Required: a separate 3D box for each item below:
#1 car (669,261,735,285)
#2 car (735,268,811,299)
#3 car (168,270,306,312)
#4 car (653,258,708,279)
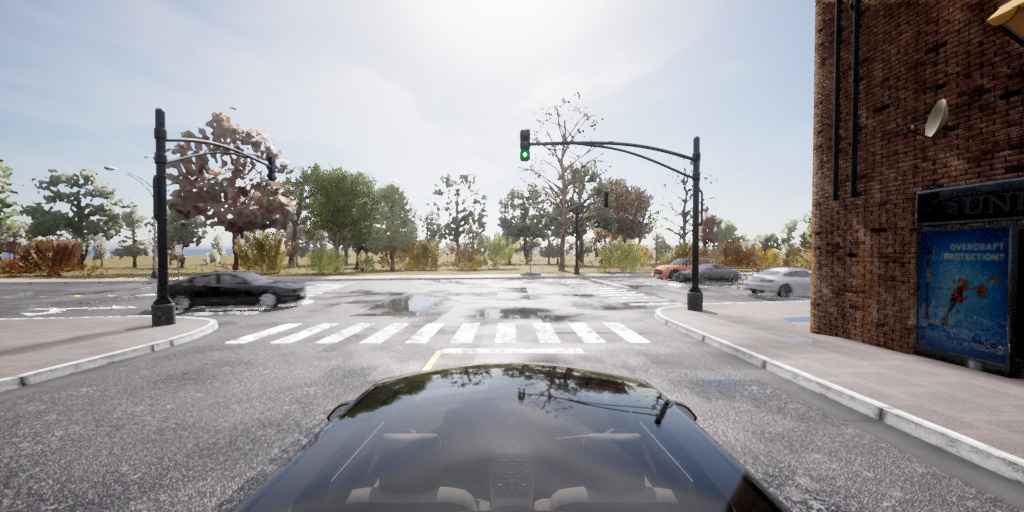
[{"bbox_3d":[13.607,1.241,24.896,4.181,1.385,1.994,0,1,-9],"label":"car"},{"bbox_3d":[14.301,1.329,18.320,4.674,1.442,1.812,0,1,-9],"label":"car"},{"bbox_3d":[-11.284,1.356,14.760,5.008,1.535,1.882,0,1,-7],"label":"car"},{"bbox_3d":[13.489,0.968,28.161,4.553,1.767,2.097,0,1,-9],"label":"car"}]
